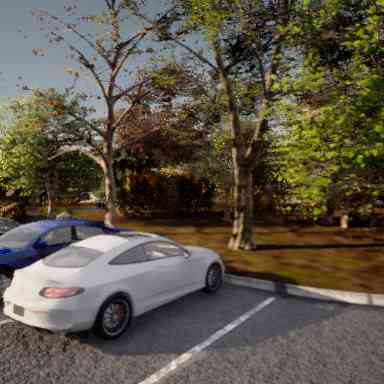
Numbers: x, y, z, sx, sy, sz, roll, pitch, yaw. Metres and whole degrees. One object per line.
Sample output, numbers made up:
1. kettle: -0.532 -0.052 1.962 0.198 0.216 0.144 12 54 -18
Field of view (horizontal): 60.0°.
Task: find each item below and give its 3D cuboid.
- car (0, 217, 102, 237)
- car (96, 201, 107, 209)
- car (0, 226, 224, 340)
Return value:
1. car: -3.692 1.481 8.458 2.097 1.535 5.008 0 0 36
2. car: -9.067 1.345 39.523 1.895 1.301 4.718 -3 -1 35
3. car: -1.133 1.521 6.623 2.002 1.452 4.674 0 0 36
